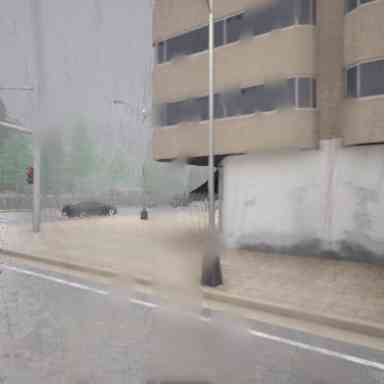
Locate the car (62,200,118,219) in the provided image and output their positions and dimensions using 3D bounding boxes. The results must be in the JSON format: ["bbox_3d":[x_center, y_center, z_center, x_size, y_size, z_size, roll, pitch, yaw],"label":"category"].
[{"bbox_3d":[-8.577,1.439,28.280,1.837,1.490,4.892,0,0,38],"label":"car"}]

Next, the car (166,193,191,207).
[{"bbox_3d":[-2.788,1.153,47.576,5.566,2.045,2.150,0,0,-30],"label":"car"}]

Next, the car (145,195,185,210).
[{"bbox_3d":[-3.722,1.458,42.803,4.674,1.442,1.812,0,0,-34],"label":"car"}]
